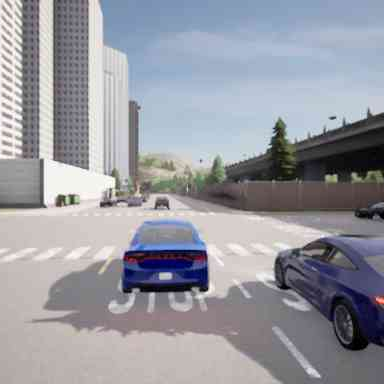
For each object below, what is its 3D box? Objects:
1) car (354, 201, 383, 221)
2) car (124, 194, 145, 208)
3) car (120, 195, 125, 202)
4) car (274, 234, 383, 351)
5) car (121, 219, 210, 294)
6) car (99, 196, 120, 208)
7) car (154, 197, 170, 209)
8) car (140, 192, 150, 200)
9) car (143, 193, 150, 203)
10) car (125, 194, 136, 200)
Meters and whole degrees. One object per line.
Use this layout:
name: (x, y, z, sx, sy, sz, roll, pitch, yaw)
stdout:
car: (15.427, 1.455, 26.226, 5.008, 1.535, 1.882, 0, 0, -5)
car: (-7.899, 1.361, 46.269, 1.837, 1.490, 4.892, 0, 0, -5)
car: (-12.887, 1.354, 62.203, 2.033, 1.411, 5.357, 0, 0, -5)
car: (2.970, 1.507, 6.095, 1.812, 1.442, 4.674, 0, 0, -4)
car: (-0.669, 1.450, 8.823, 1.882, 1.535, 5.008, 0, 0, -4)
car: (-11.306, 1.460, 45.097, 1.895, 1.301, 4.718, 0, 0, -5)
car: (-3.900, 1.371, 43.151, 1.837, 1.490, 4.892, 0, 0, -5)
car: (-10.785, 0.987, 77.322, 2.097, 1.767, 4.553, 0, 0, -5)
car: (-9.389, 1.408, 62.352, 1.895, 1.301, 4.718, 0, 0, -5)
car: (-14.319, 1.131, 77.505, 2.033, 1.411, 5.357, 0, 0, -5)
